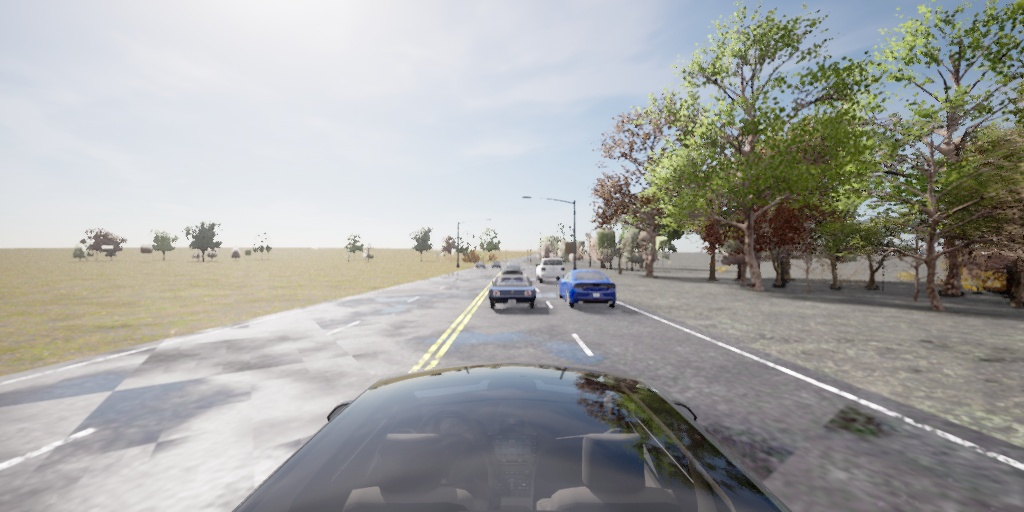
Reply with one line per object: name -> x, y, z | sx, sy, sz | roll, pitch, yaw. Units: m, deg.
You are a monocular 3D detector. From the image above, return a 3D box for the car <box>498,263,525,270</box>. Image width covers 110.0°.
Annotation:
car -> 0.028, 1.522, 31.152 | 1.837, 1.490, 4.892 | 0, 0, 0

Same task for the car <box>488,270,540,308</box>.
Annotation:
car -> 0.013, 1.481, 15.956 | 1.895, 1.301, 4.718 | 0, 0, 0

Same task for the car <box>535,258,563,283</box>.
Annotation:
car -> 3.271, 1.222, 30.877 | 2.150, 2.045, 5.566 | 0, -1, 0

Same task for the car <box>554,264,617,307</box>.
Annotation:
car -> 3.270, 1.345, 16.308 | 1.882, 1.535, 5.008 | 0, 0, 0
